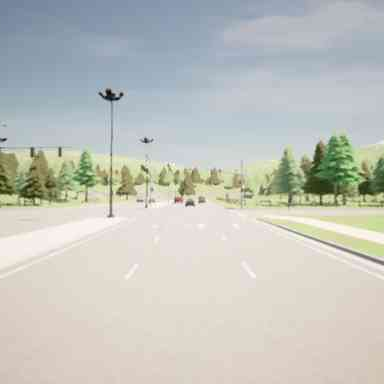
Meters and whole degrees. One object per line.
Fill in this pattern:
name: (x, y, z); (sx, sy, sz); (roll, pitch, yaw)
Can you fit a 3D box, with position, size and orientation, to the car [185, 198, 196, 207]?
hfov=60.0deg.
car: (-0.377, 2.233, 67.251); (1.837, 1.490, 4.892); (0, -1, 0)
